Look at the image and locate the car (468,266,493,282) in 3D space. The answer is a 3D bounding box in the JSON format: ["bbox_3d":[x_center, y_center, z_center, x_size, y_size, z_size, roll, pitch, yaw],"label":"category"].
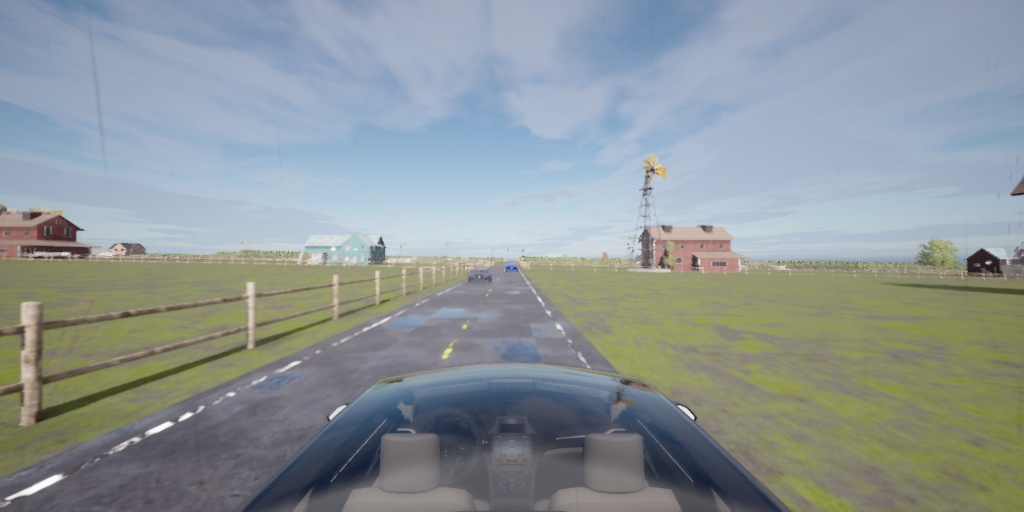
[{"bbox_3d":[-2.765,1.609,32.196,1.994,1.385,4.181,0,-1,0],"label":"car"}]

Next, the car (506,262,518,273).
[{"bbox_3d":[-0.025,1.734,55.431,1.882,1.535,5.008,0,-1,0],"label":"car"}]
